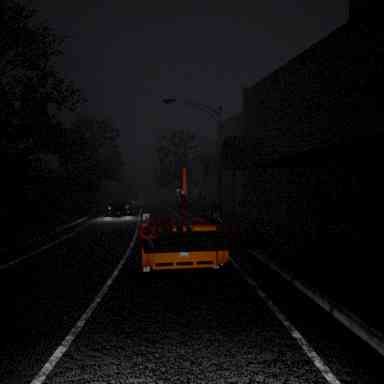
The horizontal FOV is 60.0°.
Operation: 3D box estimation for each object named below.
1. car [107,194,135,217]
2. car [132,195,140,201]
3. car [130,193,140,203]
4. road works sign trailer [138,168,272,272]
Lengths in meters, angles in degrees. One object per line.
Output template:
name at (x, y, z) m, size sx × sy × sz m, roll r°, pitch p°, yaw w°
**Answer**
car at (-6.885, 1.362, 31.954) m, size 2.097 × 1.767 × 4.553 m, roll -1°, pitch 0°, yaw -8°
car at (-14.936, 1.579, 89.307) m, size 1.994 × 1.385 × 4.181 m, roll -1°, pitch 0°, yaw -7°
car at (-12.497, 1.215, 71.888) m, size 2.150 × 2.045 × 5.566 m, roll -1°, pitch 0°, yaw -8°
road works sign trailer at (0.027, 0.791, 7.720) m, size 2.380 × 2.880 × 3.560 m, roll 0°, pitch 0°, yaw -10°
